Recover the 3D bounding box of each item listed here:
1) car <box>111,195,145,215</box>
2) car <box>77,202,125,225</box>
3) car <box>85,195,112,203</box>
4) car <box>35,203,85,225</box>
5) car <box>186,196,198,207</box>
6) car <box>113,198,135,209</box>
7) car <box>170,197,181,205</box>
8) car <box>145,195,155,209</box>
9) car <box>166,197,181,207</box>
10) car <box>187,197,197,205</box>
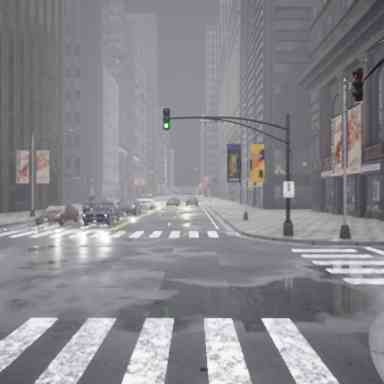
[{"bbox_3d":[-6.588,1.465,34.679,2.097,1.767,4.553,0,0,0],"label":"car"},{"bbox_3d":[-6.585,1.682,24.676,1.895,1.301,4.718,0,0,0],"label":"car"},{"bbox_3d":[-9.840,1.335,35.356,2.150,2.045,5.566,0,0,0],"label":"car"},{"bbox_3d":[-9.840,1.607,24.692,1.812,1.442,4.674,0,0,0],"label":"car"},{"bbox_3d":[0.012,1.529,56.157,2.097,1.767,4.553,0,0,0],"label":"car"},{"bbox_3d":[-9.821,1.647,48.575,2.128,1.511,4.902,0,0,0],"label":"car"},{"bbox_3d":[-3.236,1.711,66.193,1.837,1.490,4.892,0,0,0],"label":"car"},{"bbox_3d":[-6.578,1.376,47.454,2.150,2.045,5.566,0,0,0],"label":"car"},{"bbox_3d":[-3.238,1.741,56.187,1.994,1.385,4.181,0,0,0],"label":"car"},{"bbox_3d":[0.014,1.710,66.192,1.837,1.490,4.892,0,0,0],"label":"car"}]
